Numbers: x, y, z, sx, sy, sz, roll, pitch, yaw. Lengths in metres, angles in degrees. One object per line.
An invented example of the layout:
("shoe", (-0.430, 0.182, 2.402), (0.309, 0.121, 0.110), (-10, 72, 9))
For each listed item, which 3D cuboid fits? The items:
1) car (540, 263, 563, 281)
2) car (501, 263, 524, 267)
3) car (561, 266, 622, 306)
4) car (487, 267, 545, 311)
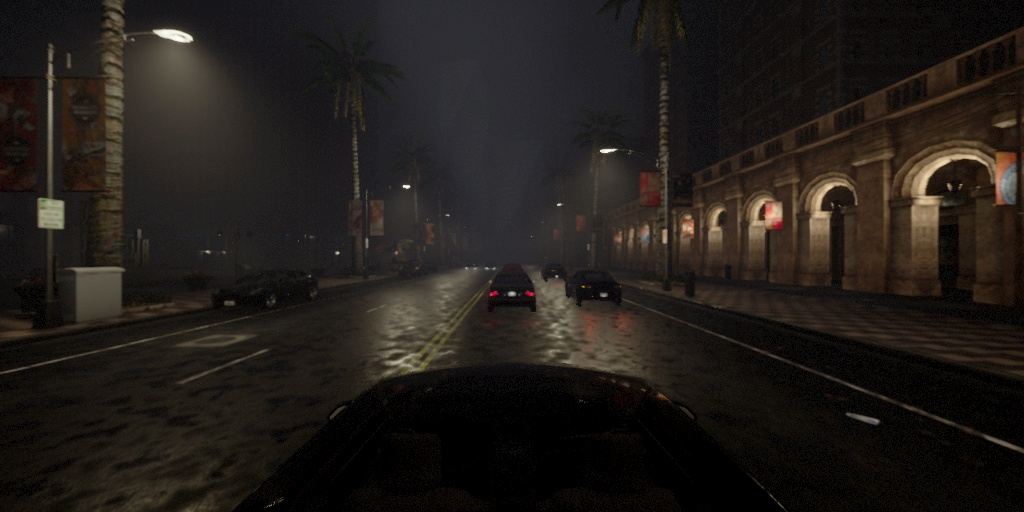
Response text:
("car", (3.532, 1.333, 30.540), (1.837, 1.490, 4.892), (0, 0, 0))
("car", (0.034, 1.305, 31.295), (1.882, 1.535, 5.008), (0, 0, 0))
("car", (3.516, 1.313, 15.971), (1.812, 1.442, 4.674), (0, 0, 0))
("car", (0.005, 1.331, 14.597), (2.033, 1.411, 5.357), (0, 0, 0))
